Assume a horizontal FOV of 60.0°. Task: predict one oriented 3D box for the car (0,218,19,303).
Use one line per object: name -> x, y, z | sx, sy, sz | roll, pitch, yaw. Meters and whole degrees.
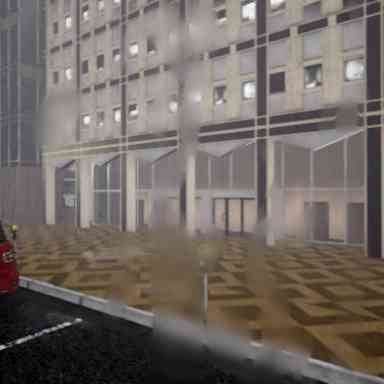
car -> -5.528, 1.311, 6.798 | 5.009, 1.841, 2.192 | 0, 0, 35
